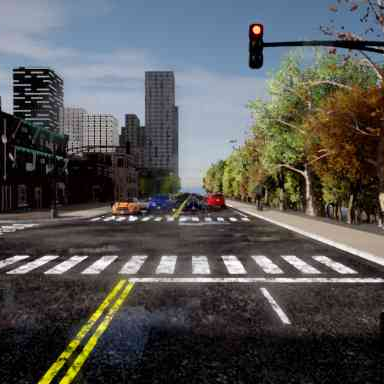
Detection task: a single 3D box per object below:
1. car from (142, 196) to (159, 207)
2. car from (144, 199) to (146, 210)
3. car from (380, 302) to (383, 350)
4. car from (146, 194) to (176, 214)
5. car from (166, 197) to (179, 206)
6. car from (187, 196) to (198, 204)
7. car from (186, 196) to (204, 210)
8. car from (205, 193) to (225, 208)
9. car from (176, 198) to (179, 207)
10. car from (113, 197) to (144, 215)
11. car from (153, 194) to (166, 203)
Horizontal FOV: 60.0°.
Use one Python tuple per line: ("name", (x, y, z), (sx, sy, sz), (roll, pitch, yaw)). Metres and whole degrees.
("car", (-6.472, 1.473, 52.725), (2.128, 1.511, 4.902), (0, 0, 0))
("car", (-6.492, 1.587, 42.722), (1.895, 1.301, 4.718), (0, 0, 0))
("car", (3.357, 1.491, 2.396), (2.128, 1.511, 4.902), (0, 0, 0))
("car", (-3.261, 1.210, 35.885), (2.150, 2.045, 5.566), (0, 0, 0))
("car", (-3.216, 1.581, 54.917), (1.895, 1.301, 4.718), (0, 0, 0))
("car", (0.152, 1.523, 66.391), (2.033, 1.411, 5.357), (0, 0, 0))
("car", (0.192, 1.587, 42.501), (1.895, 1.301, 4.718), (0, 0, 0))
("car", (3.452, 1.205, 47.100), (2.150, 2.045, 5.566), (0, 0, 0))
("car", (-3.232, 1.336, 45.576), (2.097, 1.767, 4.553), (0, 0, 0))
("car", (-6.550, 1.342, 33.736), (2.097, 1.767, 4.553), (0, 0, 1))
("car", (-6.380, 1.327, 66.494), (2.097, 1.767, 4.553), (0, 0, 1))
